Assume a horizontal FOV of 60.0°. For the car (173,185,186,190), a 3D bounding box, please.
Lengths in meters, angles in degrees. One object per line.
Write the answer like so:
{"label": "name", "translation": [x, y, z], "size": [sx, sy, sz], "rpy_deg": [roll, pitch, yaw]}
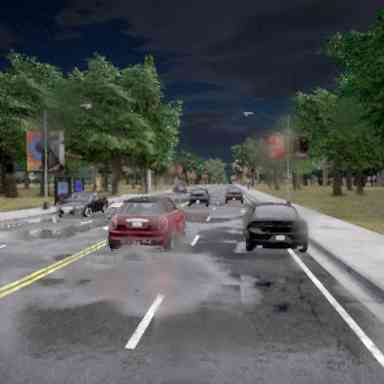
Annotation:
{"label": "car", "translation": [-2.279, -0.582, 62.067], "size": [2.097, 1.767, 4.553], "rpy_deg": [0, 2, 7]}

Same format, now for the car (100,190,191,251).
{"label": "car", "translation": [-1.442, 0.961, 12.403], "size": [2.097, 1.767, 4.553], "rpy_deg": [0, 2, 7]}

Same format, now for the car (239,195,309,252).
{"label": "car", "translation": [2.831, 1.093, 12.033], "size": [1.882, 1.535, 5.008], "rpy_deg": [0, 2, 7]}

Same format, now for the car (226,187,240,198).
{"label": "car", "translation": [5.901, 0.027, 47.707], "size": [1.812, 1.442, 4.674], "rpy_deg": [0, 2, 7]}

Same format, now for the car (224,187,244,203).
{"label": "car", "translation": [4.514, 0.381, 35.663], "size": [1.837, 1.490, 4.892], "rpy_deg": [0, 2, 7]}

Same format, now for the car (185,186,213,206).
{"label": "car", "translation": [0.803, 0.516, 31.466], "size": [1.837, 1.490, 4.892], "rpy_deg": [0, 2, 7]}

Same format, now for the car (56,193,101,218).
{"label": "car", "translation": [-7.065, 0.810, 21.936], "size": [2.128, 1.511, 4.902], "rpy_deg": [0, 2, 7]}

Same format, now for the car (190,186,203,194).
{"label": "car", "translation": [0.892, -0.348, 61.250], "size": [1.994, 1.385, 4.181], "rpy_deg": [0, 2, 7]}
